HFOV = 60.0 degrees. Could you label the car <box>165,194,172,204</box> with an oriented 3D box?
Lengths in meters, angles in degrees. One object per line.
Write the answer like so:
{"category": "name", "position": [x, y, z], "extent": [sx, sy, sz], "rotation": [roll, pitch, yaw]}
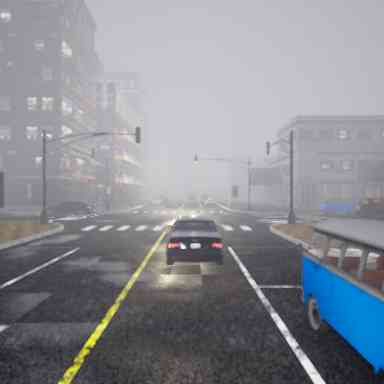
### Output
{"category": "car", "position": [-5.705, 1.306, 65.559], "extent": [2.192, 1.841, 5.009], "rotation": [0, 0, 0]}

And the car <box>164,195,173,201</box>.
{"category": "car", "position": [-5.711, 1.530, 82.006], "extent": [1.752, 1.417, 4.829], "rotation": [0, 0, 0]}

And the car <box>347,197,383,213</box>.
{"category": "car", "position": [14.916, 1.332, 25.053], "extent": [5.009, 1.841, 2.192], "rotation": [0, 0, 0]}

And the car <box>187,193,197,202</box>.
{"category": "car", "position": [-0.021, 1.224, 75.363], "extent": [2.150, 2.045, 5.566], "rotation": [0, 0, 0]}

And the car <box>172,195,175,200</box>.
{"category": "car", "position": [-5.710, 1.550, 76.637], "extent": [2.008, 1.369, 4.403], "rotation": [0, 0, 0]}

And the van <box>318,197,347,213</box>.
{"category": "van", "position": [14.891, 1.391, 33.432], "extent": [3.998, 1.788, 1.690], "rotation": [0, 0, 0]}

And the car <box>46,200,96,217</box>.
{"category": "car", "position": [-11.160, 1.487, 30.611], "extent": [4.674, 1.442, 1.812], "rotation": [0, -1, 8]}

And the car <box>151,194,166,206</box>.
{"category": "car", "position": [-5.703, 1.511, 54.310], "extent": [1.752, 1.417, 4.829], "rotation": [0, 0, 0]}

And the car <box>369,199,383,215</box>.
{"category": "car", "position": [20.414, 1.508, 33.447], "extent": [4.097, 1.590, 1.967], "rotation": [0, 0, 0]}

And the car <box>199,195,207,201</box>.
{"category": "car", "position": [2.670, 1.556, 82.179], "extent": [2.008, 1.369, 4.403], "rotation": [0, 0, 0]}

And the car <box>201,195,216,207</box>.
{"category": "car", "position": [2.679, 1.510, 49.115], "extent": [1.752, 1.417, 4.829], "rotation": [0, 0, 0]}

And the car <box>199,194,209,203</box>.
{"category": "car", "position": [2.676, 1.570, 60.023], "extent": [1.802, 1.307, 4.206], "rotation": [0, 0, 0]}

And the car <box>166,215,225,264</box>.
{"category": "car", "position": [0.095, 1.538, 11.765], "extent": [2.033, 1.411, 5.357], "rotation": [0, 0, 0]}

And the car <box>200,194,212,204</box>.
{"category": "car", "position": [2.675, 1.306, 65.562], "extent": [2.192, 1.841, 5.009], "rotation": [0, 0, 0]}

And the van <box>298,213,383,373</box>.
{"category": "van", "position": [2.660, 1.338, 4.157], "extent": [1.690, 1.788, 3.998], "rotation": [0, 0, 0]}
